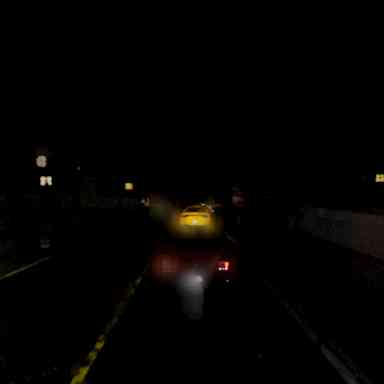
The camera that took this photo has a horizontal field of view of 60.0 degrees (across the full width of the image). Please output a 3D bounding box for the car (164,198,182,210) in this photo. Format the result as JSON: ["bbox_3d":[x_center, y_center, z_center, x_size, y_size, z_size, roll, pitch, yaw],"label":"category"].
[{"bbox_3d":[-2.871,1.760,46.814,2.128,1.511,4.902,0,0,0],"label":"car"}]

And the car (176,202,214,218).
[{"bbox_3d":[0.378,1.580,21.551,1.882,1.535,5.008,0,0,5],"label":"car"}]

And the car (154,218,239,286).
[{"bbox_3d":[0.093,1.642,9.478,1.895,1.301,4.718,0,0,0],"label":"car"}]
